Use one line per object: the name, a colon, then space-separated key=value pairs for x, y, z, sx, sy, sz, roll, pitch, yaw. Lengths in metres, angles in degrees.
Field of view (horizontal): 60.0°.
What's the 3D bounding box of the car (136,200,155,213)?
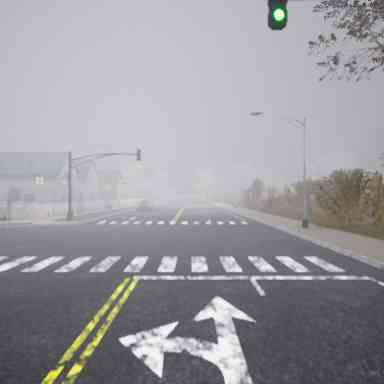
car: x=-6.495 y=1.888 z=46.517 sx=2.097 sy=1.767 sz=4.553 roll=0 pitch=-1 yaw=0
